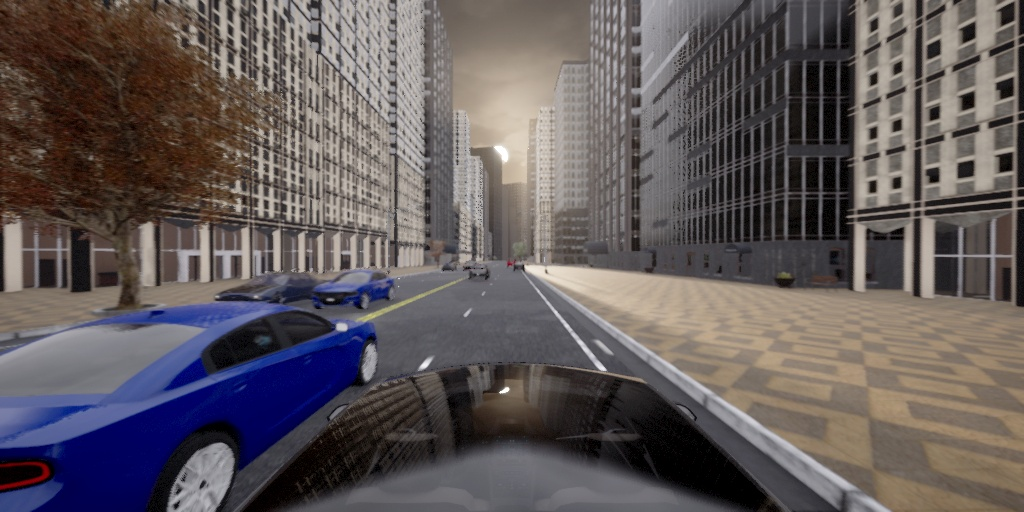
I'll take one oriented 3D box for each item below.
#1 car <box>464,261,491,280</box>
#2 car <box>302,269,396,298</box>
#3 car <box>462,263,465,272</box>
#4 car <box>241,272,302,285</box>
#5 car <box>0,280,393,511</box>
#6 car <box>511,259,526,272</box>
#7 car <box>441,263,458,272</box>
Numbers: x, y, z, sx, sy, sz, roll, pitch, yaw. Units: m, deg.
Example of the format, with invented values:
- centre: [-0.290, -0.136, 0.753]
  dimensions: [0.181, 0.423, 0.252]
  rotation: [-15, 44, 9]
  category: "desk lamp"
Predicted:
- centre: [-3.159, 1.520, 35.839]
  dimensions: [2.128, 1.511, 4.902]
  rotation: [0, 0, 0]
  category: "car"
- centre: [-6.603, 1.340, 15.533]
  dimensions: [1.882, 1.535, 5.008]
  rotation: [0, 0, 0]
  category: "car"
- centre: [-6.560, 1.552, 56.653]
  dimensions: [2.097, 1.767, 4.553]
  rotation: [0, 0, 1]
  category: "car"
- centre: [-9.854, 1.409, 15.360]
  dimensions: [2.033, 1.411, 5.357]
  rotation: [0, 0, 0]
  category: "car"
- centre: [-3.153, 1.246, 4.015]
  dimensions: [1.882, 1.535, 5.008]
  rotation: [0, 0, 0]
  category: "car"
- centre: [1.125, 1.680, 56.944]
  dimensions: [1.882, 1.535, 5.008]
  rotation: [0, 0, 0]
  category: "car"
- centre: [-9.800, 1.746, 56.564]
  dimensions: [2.033, 1.411, 5.357]
  rotation: [0, 0, 1]
  category: "car"
